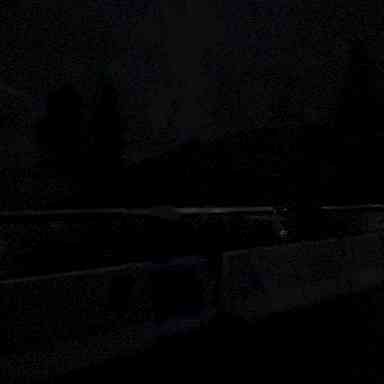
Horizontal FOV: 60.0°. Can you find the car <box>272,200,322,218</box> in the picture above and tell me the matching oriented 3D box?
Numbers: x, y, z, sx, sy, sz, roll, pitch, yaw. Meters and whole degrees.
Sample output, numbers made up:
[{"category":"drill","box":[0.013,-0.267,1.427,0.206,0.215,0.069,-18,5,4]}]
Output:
[{"category":"car","box":[9.298,1.484,29.525,4.892,1.490,1.837,1,0,-27]}]
